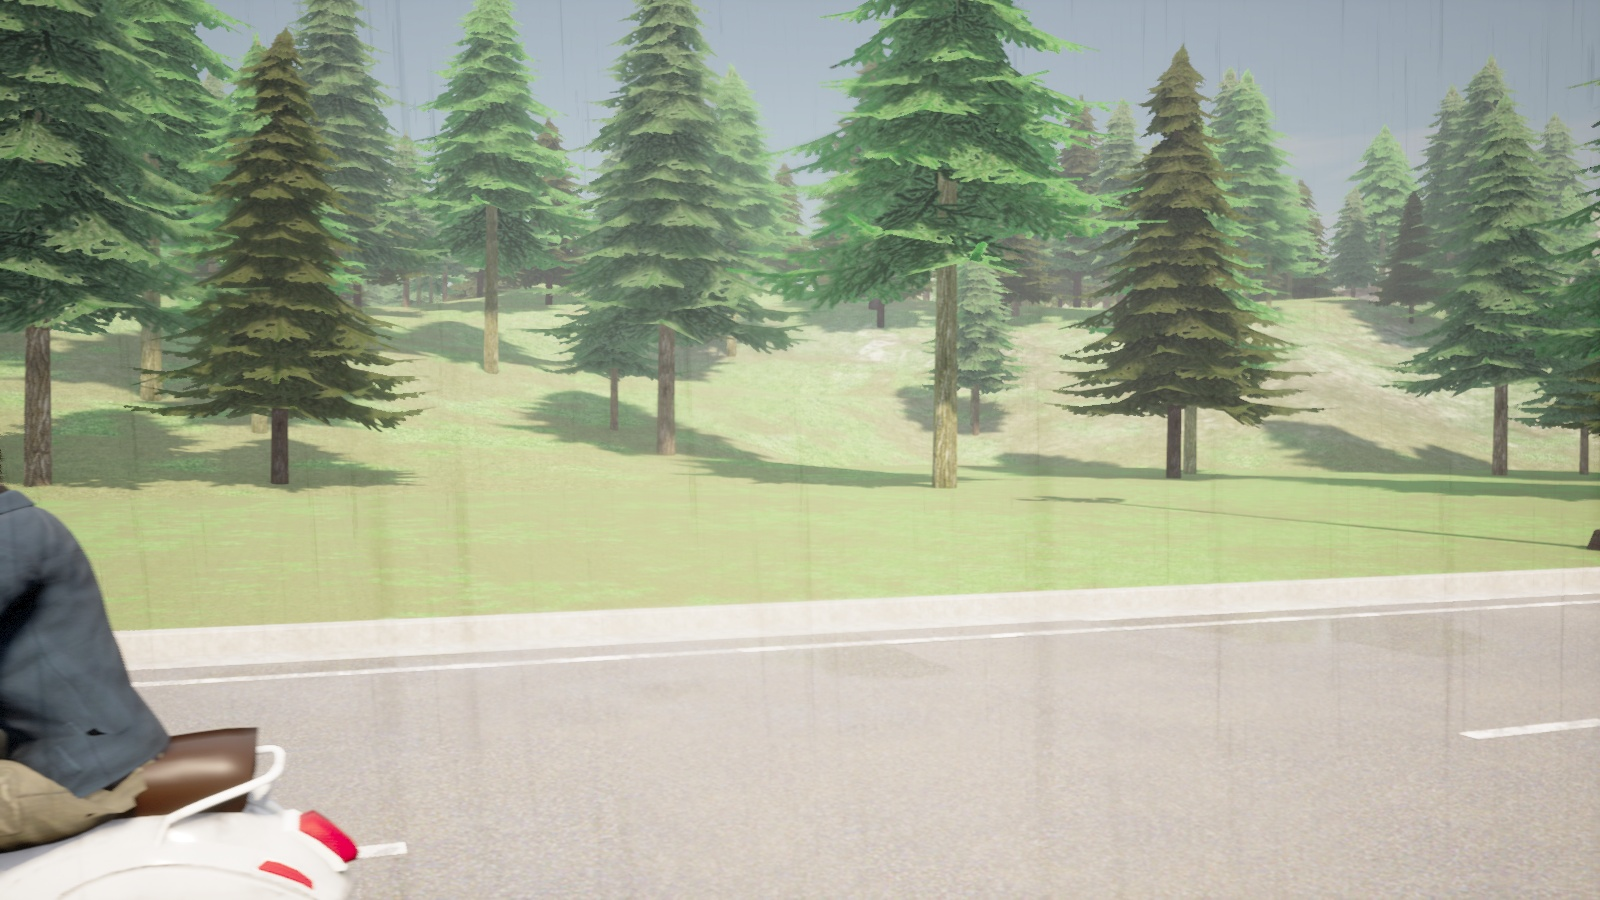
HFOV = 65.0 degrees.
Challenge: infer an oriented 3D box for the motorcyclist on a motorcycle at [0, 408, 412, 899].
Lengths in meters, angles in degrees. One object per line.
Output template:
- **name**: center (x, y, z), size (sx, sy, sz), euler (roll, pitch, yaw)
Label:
- **motorcyclist on a motorcycle**: center (-1.774, 0.729, 2.564), size (1.817, 1.590, 0.866), euler (-2, 1, -21)
